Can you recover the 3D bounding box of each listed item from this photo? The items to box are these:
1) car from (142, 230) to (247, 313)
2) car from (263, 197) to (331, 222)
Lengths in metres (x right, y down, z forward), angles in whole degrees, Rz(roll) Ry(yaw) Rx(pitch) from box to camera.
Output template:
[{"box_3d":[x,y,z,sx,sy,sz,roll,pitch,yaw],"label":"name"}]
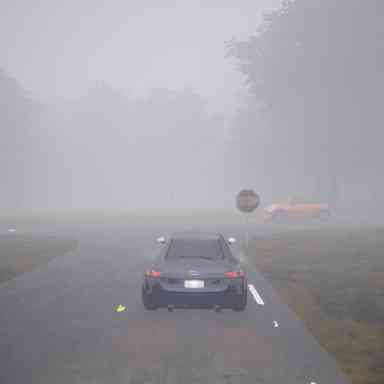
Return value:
[{"box_3d":[0.097,1.563,7.764,1.994,1.385,4.181,0,0,2],"label":"car"},{"box_3d":[7.490,1.157,24.090,4.553,1.767,2.097,-1,1,0],"label":"car"}]
